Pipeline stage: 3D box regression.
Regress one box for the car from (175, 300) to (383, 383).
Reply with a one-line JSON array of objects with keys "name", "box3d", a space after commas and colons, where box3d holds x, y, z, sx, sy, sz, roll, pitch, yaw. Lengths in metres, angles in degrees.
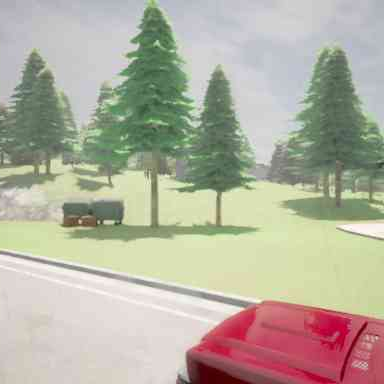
[{"name": "car", "box3d": [2.194, 1.600, 2.427, 4.718, 1.301, 1.895, 0, 0, 36]}]
